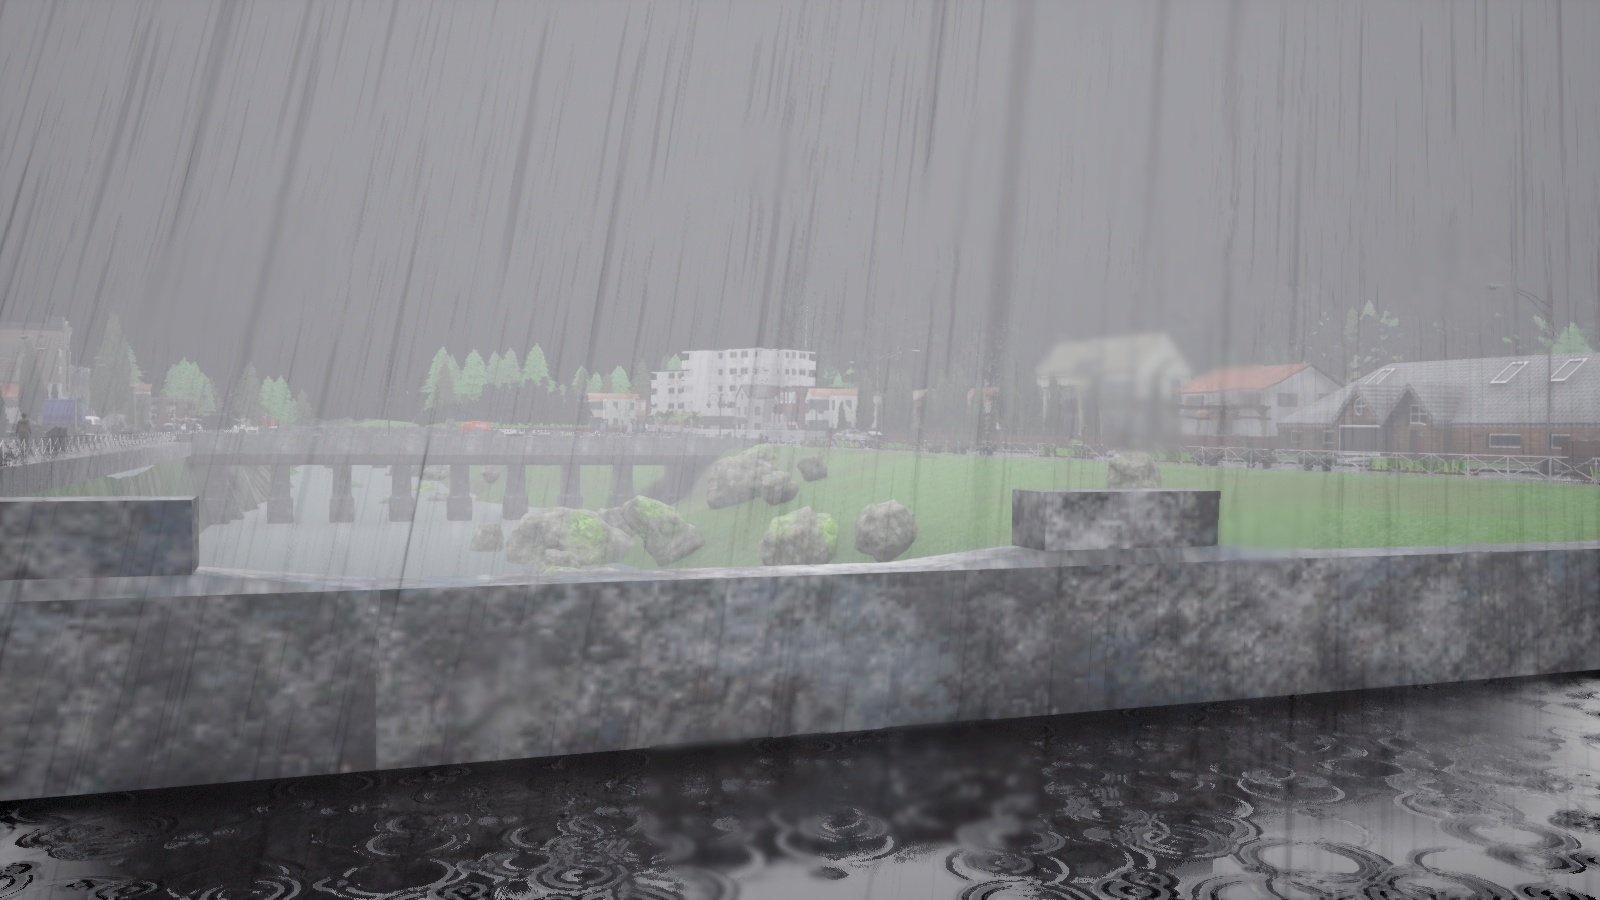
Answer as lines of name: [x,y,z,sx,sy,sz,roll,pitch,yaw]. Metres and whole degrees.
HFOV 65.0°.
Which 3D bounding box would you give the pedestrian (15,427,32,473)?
pedestrian: [-33.031,-0.004,53.413,0.396,1.930,0.692,-1,1,-17]
